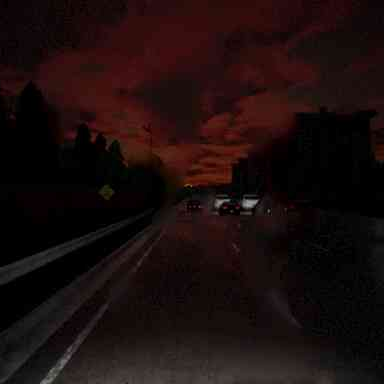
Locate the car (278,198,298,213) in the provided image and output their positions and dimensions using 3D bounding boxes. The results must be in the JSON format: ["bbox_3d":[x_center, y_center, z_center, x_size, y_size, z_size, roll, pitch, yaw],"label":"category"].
[{"bbox_3d":[10.803,1.768,40.058,1.895,1.301,4.718,0,0,0],"label":"car"}]

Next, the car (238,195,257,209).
[{"bbox_3d":[7.310,1.401,43.346,2.150,2.045,5.566,0,0,0],"label":"car"}]

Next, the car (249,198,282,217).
[{"bbox_3d":[7.273,1.644,33.437,1.837,1.490,4.892,0,0,0],"label":"car"}]

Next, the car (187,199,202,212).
[{"bbox_3d":[0.314,1.715,40.511,2.033,1.411,5.357,0,0,0],"label":"car"}]

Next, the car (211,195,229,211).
[{"bbox_3d":[3.808,1.403,43.782,2.150,2.045,5.566,0,0,0],"label":"car"}]

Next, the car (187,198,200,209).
[{"bbox_3d":[0.235,1.736,50.861,1.812,1.442,4.674,0,0,0],"label":"car"}]

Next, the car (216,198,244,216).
[{"bbox_3d":[3.775,1.666,33.867,1.812,1.442,4.674,0,0,0],"label":"car"}]

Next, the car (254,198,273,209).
[{"bbox_3d":[10.817,1.714,50.377,1.837,1.490,4.892,0,0,0],"label":"car"}]

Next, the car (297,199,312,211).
[{"bbox_3d":[14.314,1.662,44.151,1.882,1.535,5.008,0,0,0],"label":"car"}]

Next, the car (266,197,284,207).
[{"bbox_3d":[14.316,1.717,57.709,1.882,1.535,5.008,0,0,0],"label":"car"}]
